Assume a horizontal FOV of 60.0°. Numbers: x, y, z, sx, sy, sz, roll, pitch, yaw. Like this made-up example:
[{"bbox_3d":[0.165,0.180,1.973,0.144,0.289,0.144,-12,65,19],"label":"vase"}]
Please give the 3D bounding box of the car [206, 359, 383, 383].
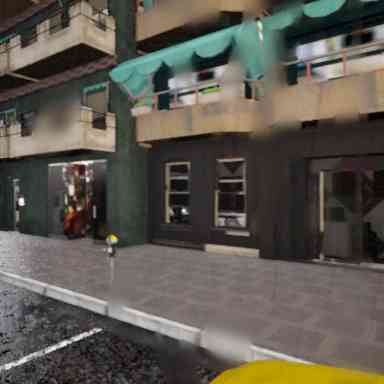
[{"bbox_3d":[1.940,1.531,1.344,4.829,1.417,1.752,0,0,36],"label":"car"}]
